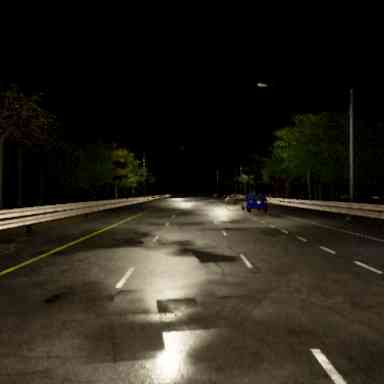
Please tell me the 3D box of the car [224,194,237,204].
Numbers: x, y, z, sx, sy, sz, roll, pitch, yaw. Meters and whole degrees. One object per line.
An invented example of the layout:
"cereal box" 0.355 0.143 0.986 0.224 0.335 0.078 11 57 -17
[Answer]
"car" 7.100 1.518 61.613 1.812 1.442 4.674 0 0 0

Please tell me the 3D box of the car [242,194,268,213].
"car" 7.053 1.218 37.679 2.150 2.045 5.566 0 0 0
